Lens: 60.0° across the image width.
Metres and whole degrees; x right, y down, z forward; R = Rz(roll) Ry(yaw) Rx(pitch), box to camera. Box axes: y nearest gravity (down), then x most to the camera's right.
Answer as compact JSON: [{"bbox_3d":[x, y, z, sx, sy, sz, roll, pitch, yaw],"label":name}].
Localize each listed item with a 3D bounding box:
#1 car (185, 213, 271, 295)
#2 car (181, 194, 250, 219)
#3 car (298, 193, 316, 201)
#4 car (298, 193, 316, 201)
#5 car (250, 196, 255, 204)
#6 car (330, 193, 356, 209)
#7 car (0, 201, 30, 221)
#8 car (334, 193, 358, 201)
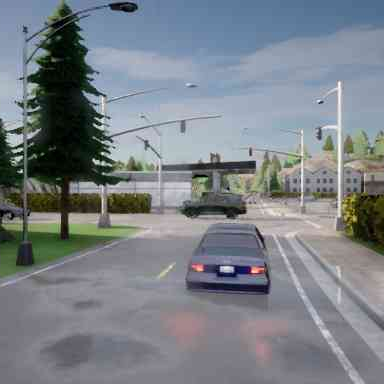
[{"bbox_3d":[1.095,1.547,8.929,2.033,1.411,5.357,0,0,10],"label":"car"},{"bbox_3d":[1.891,1.221,28.001,5.566,2.045,2.150,0,0,10],"label":"car"},{"bbox_3d":[26.218,1.361,76.135,3.806,1.475,1.970,0,0,10],"label":"car"},{"bbox_3d":[27.402,1.077,79.301,3.866,1.878,1.905,0,0,10],"label":"car"},{"bbox_3d":[11.235,1.526,64.808,1.812,1.442,4.674,0,0,10],"label":"car"},{"bbox_3d":[20.265,1.330,42.399,5.027,1.636,2.152,0,0,10],"label":"car"},{"bbox_3d":[-15.735,1.491,27.255,4.902,1.511,2.128,0,0,10],"label":"car"},{"bbox_3d":[34.573,1.097,74.686,4.605,1.855,1.932,0,0,10],"label":"car"}]
